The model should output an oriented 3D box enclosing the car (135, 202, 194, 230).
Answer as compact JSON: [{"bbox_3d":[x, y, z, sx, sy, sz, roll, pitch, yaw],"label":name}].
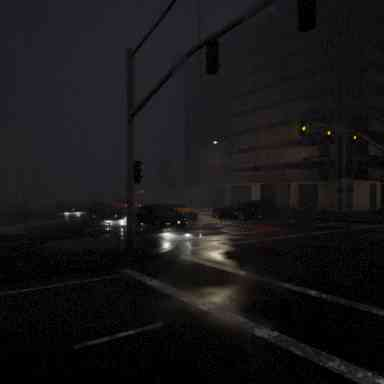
[{"bbox_3d":[-2.190,1.560,21.743,1.837,1.490,4.892,0,0,-36],"label":"car"}]

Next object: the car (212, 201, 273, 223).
[{"bbox_3d":[3.570,1.547,26.070,2.128,1.511,4.902,0,0,-35],"label":"car"}]

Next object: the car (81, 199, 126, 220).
[{"bbox_3d":[-7.831,1.603,29.682,2.033,1.411,5.357,0,0,-35],"label":"car"}]

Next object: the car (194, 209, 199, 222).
[{"bbox_3d":[-1.419,1.533,26.702,1.882,1.535,5.008,0,0,-35],"label":"car"}]

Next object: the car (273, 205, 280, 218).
[{"bbox_3d":[5.437,1.533,29.484,1.882,1.535,5.008,0,0,-35],"label":"car"}]

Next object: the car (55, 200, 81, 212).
[{"bbox_3d":[-14.824,1.603,39.537,2.033,1.411,5.357,0,0,-35],"label":"car"}]

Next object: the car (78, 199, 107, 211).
[{"bbox_3d":[-12.875,1.603,42.845,2.033,1.411,5.357,0,0,-35],"label":"car"}]

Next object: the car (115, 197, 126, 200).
[{"bbox_3d":[-6.792,1.407,34.265,2.097,1.767,4.553,0,0,-35],"label":"car"}]
